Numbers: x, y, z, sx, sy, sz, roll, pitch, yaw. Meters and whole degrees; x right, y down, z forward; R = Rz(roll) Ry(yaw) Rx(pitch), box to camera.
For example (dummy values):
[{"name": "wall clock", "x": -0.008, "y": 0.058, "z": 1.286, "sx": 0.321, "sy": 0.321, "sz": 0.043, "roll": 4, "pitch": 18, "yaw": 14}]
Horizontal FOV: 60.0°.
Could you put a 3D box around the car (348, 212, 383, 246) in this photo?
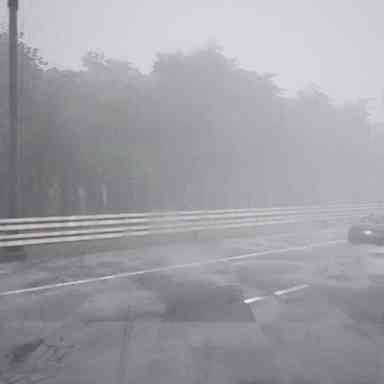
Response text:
[{"name": "car", "x": 8.476, "y": 1.557, "z": 14.091, "sx": 4.181, "sy": 1.385, "sz": 1.994, "roll": 0, "pitch": 0, "yaw": -36}]
